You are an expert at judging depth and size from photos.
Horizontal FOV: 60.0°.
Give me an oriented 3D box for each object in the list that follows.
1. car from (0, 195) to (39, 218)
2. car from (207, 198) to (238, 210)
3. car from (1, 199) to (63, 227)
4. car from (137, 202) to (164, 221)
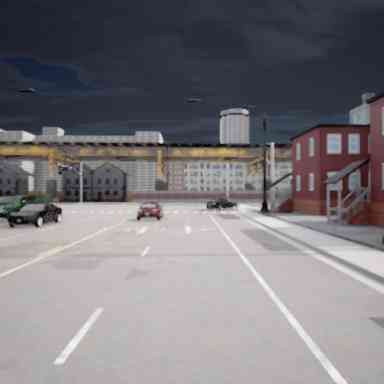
[{"bbox_3d":[-14.065,1.231,26.478,2.150,2.045,5.566,0,0,0],"label":"car"},{"bbox_3d":[3.875,1.541,42.500,4.674,1.442,1.812,0,-1,-43],"label":"car"},{"bbox_3d":[-10.580,1.486,22.820,1.882,1.535,5.008,0,0,0],"label":"car"},{"bbox_3d":[-3.399,1.536,27.515,1.812,1.442,4.674,0,0,0],"label":"car"}]
